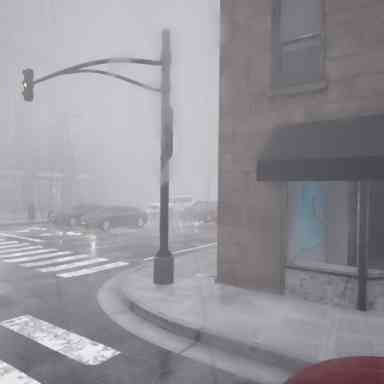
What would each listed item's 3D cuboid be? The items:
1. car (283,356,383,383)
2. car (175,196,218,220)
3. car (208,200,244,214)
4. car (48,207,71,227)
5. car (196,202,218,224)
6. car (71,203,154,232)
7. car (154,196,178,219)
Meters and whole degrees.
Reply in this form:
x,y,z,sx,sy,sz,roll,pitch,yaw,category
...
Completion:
x,y,z,sx,sy,sz,roll,pitch,yaw,category
2.434,1.545,1.217,4.507,1.381,1.887,0,1,35,car
0.943,1.550,29.810,2.097,1.767,4.553,1,0,36,car
4.221,1.731,39.995,2.128,1.511,4.902,1,0,36,car
-7.612,1.568,23.409,1.837,1.490,4.892,1,0,35,car
2.553,1.755,26.117,1.812,1.442,4.674,1,0,35,car
-4.961,1.615,21.529,1.837,1.490,4.892,1,0,35,car
-1.751,1.372,31.636,2.150,2.045,5.566,1,0,35,car
